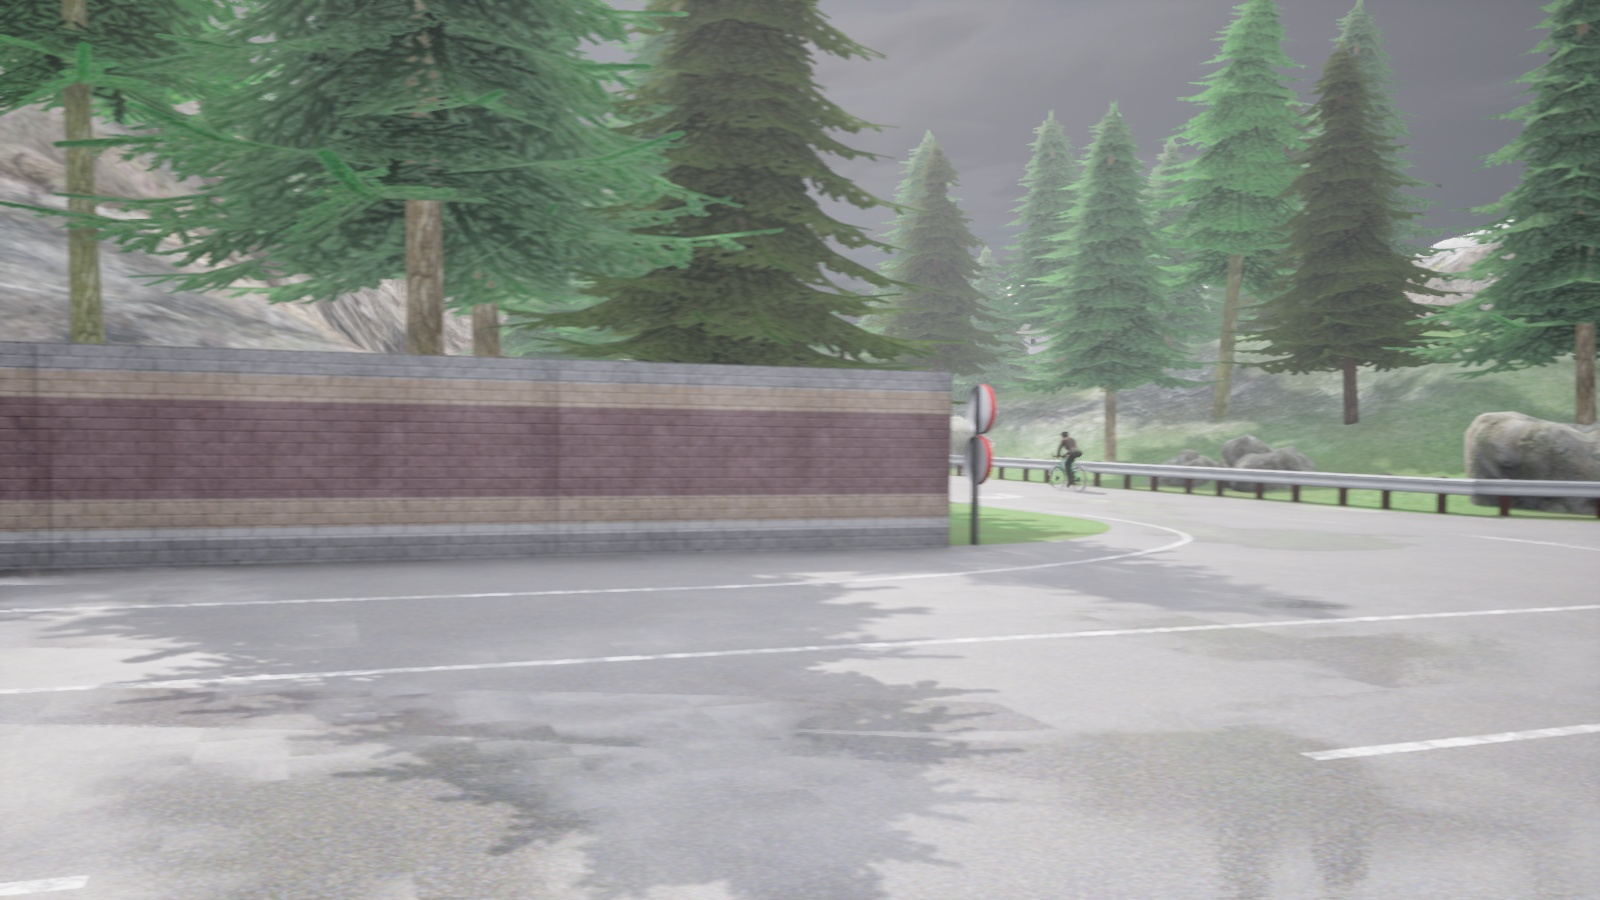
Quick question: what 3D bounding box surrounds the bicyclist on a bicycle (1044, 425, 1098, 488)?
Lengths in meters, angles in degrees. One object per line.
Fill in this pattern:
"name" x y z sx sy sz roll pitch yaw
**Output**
"bicyclist on a bicycle" 7.248 0.161 33.656 0.582 1.620 1.656 -1 1 -22
